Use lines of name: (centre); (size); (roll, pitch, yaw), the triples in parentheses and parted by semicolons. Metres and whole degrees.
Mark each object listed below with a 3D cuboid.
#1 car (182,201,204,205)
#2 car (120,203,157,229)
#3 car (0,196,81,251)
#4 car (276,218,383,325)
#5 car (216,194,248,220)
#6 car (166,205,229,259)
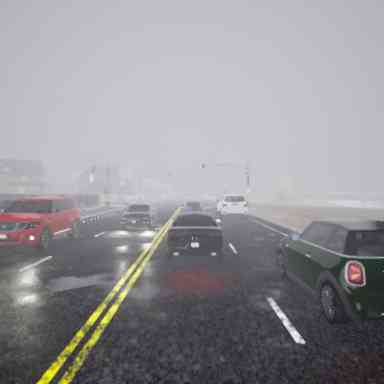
car: (0.095, 1.508, 29.935); (1.812, 1.442, 4.674); (0, 0, 0)
car: (-3.352, 1.490, 21.643); (1.837, 1.490, 4.892); (0, 0, 0)
car: (-6.602, 1.211, 14.382); (2.150, 2.045, 5.566); (0, 0, 0)
car: (3.339, 1.344, 7.256); (2.097, 1.767, 4.553); (0, 0, 0)
car: (3.346, 1.204, 28.418); (2.150, 2.045, 5.566); (0, 0, 0)
car: (0.097, 1.467, 12.602); (1.882, 1.535, 5.008); (0, 0, 0)
